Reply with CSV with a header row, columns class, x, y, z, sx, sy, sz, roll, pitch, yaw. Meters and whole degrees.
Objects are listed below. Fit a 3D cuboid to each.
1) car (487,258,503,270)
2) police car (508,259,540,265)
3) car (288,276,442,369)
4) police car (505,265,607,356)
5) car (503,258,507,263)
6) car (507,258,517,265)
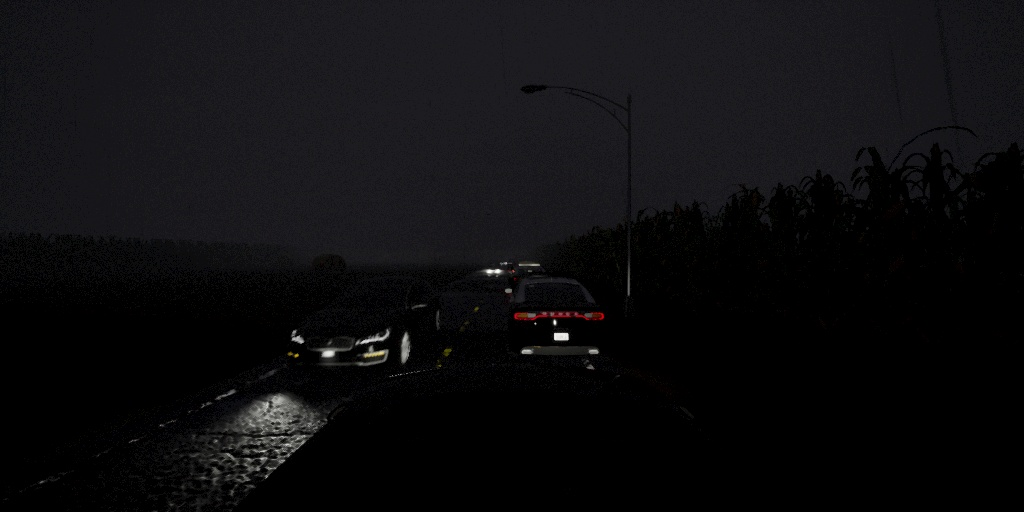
class,x,y,z,sx,sy,sz,roll,pitch,yaw
car,-2.649,1.175,52.660,2.128,1.511,4.902,0,0,0
police car,0.892,1.166,18.720,1.930,1.638,5.238,0,0,0
car,-2.821,1.253,7.957,1.837,1.490,4.892,0,0,0
police car,0.854,1.173,8.721,1.930,1.638,5.238,0,0,0
car,0.249,1.179,51.232,2.128,1.511,4.902,0,0,1
car,0.914,1.084,24.580,2.097,1.767,4.553,0,0,0
